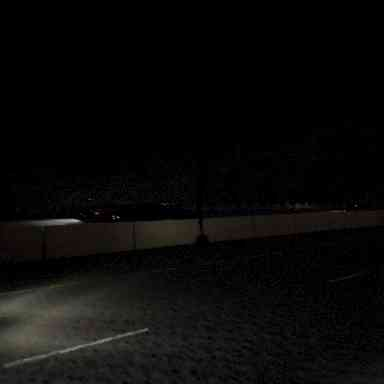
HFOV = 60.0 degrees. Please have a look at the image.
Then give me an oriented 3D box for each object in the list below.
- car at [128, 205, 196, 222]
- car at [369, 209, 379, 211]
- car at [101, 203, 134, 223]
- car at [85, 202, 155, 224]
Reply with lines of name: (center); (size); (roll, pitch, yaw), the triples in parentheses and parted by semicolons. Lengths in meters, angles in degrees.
car: (-1.377, 1.645, 20.187); (4.181, 1.385, 1.994); (1, 0, -35)
car: (28.201, 2.281, 49.764); (4.902, 1.511, 2.128); (2, -1, -35)
car: (-3.492, 1.558, 22.978); (5.008, 1.535, 1.882); (1, 0, -35)
car: (-5.531, 1.558, 25.822); (5.008, 1.535, 1.882); (1, 0, -35)
